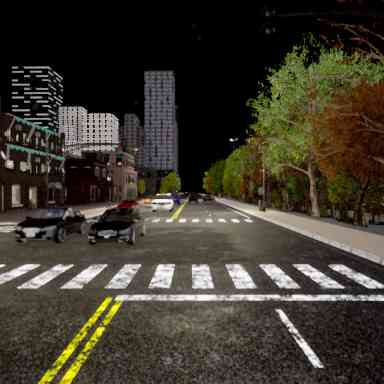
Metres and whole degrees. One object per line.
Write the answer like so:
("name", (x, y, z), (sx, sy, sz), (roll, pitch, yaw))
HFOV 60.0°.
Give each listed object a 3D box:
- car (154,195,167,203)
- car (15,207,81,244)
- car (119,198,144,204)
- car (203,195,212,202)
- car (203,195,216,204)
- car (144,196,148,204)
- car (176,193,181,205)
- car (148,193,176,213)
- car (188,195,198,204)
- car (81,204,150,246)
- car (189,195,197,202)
("car", (-6.358, 1.455, 67.365), (2.128, 1.511, 4.902), (0, 0, 0))
("car", (-6.565, 1.485, 15.978), (2.128, 1.511, 4.902), (0, 0, 0))
("car", (-6.523, 1.508, 34.753), (1.812, 1.442, 4.674), (0, 0, 0))
("car", (3.414, 1.434, 74.256), (1.882, 1.535, 5.008), (0, 0, 0))
("car", (3.494, 1.455, 63.987), (2.128, 1.511, 4.902), (0, 0, 0))
("car", (-6.479, 1.324, 50.848), (2.097, 1.767, 4.553), (0, 0, 0))
("car", (-3.199, 1.191, 58.711), (2.150, 2.045, 5.566), (0, 0, 0))
("car", (-3.267, 1.199, 37.870), (2.150, 2.045, 5.566), (0, 0, 0))
("car", (0.246, 1.468, 65.255), (1.837, 1.490, 4.892), (0, 0, 0))
("car", (-3.316, 1.499, 15.390), (1.837, 1.490, 4.892), (0, 0, 0))
("car", (0.180, 1.479, 75.592), (1.812, 1.442, 4.674), (0, 0, 0))
